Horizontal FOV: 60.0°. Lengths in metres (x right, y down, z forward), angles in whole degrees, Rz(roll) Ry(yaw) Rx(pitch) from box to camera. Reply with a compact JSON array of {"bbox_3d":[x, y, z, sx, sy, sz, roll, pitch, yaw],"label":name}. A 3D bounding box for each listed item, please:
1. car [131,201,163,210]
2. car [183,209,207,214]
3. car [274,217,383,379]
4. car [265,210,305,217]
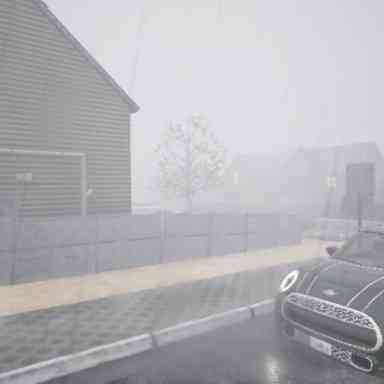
[{"bbox_3d":[-5.496,2.091,39.894,2.150,2.045,5.566,-1,-1,-35],"label":"car"},{"bbox_3d":[0.576,2.225,31.357,1.895,1.301,4.718,-1,-1,-36],"label":"car"},{"bbox_3d":[3.478,1.365,5.515,4.553,1.767,2.097,0,0,-35],"label":"car"},{"bbox_3d":[6.379,1.951,23.200,1.994,1.385,4.181,-1,-1,-36],"label":"car"}]
